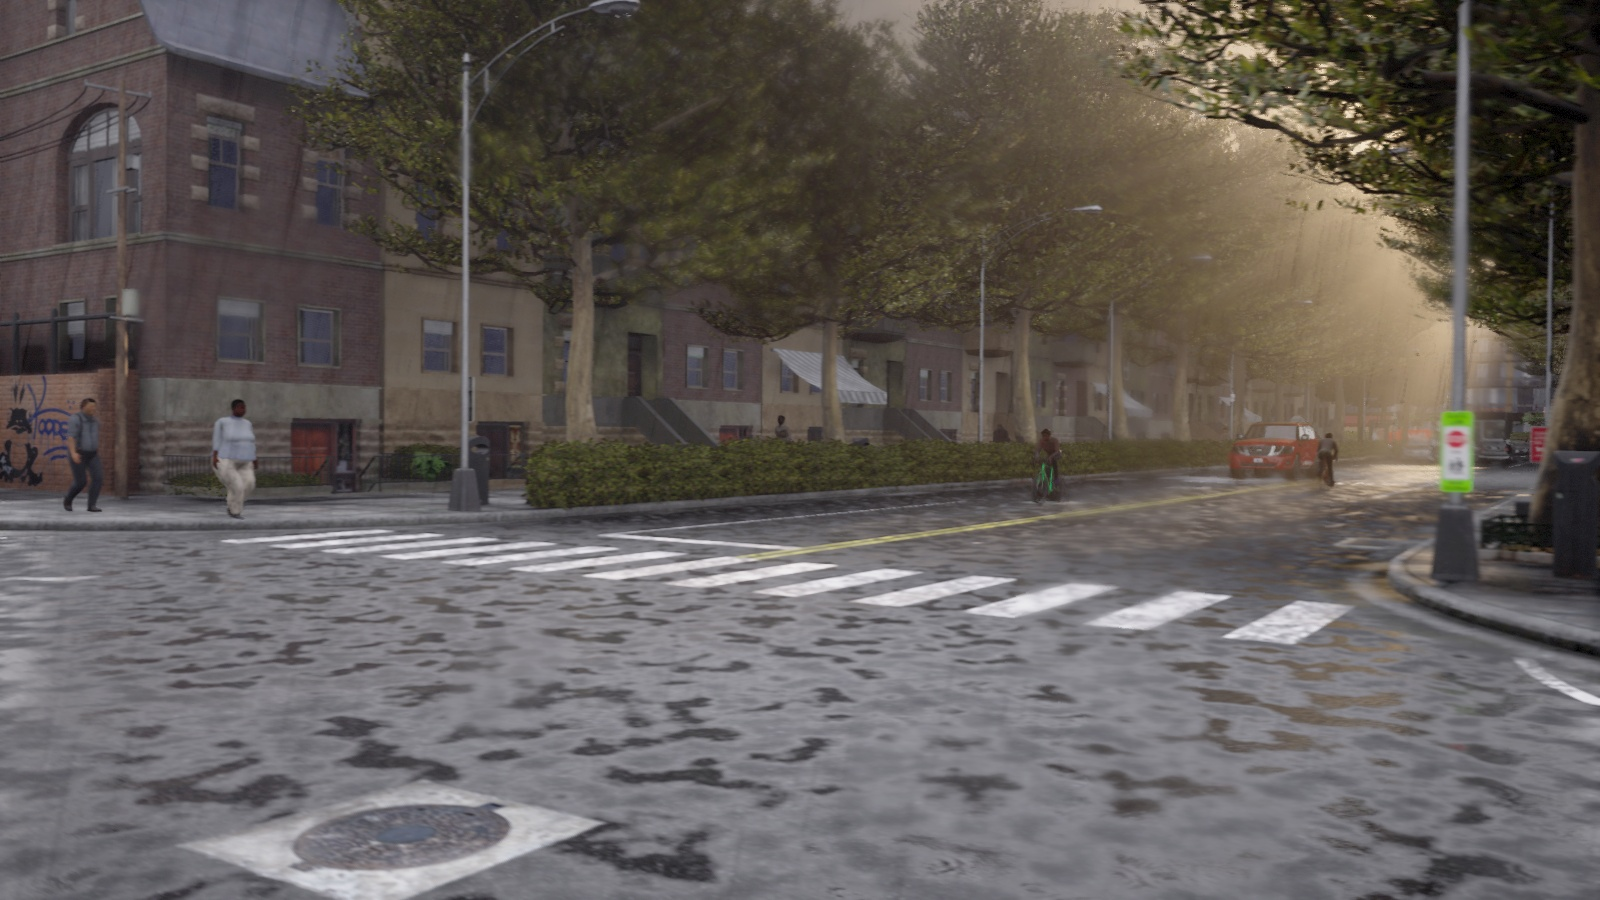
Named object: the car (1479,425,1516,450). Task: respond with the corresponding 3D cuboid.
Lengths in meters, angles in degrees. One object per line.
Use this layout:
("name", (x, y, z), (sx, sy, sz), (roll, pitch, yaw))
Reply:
("car", (44.676, -0.792, 80.391), (1.789, 1.549, 3.705), (0, 1, 33))

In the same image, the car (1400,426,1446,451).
("car", (38.112, -0.715, 76.770), (2.007, 1.525, 4.514), (0, 1, 33))

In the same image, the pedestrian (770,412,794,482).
("pedestrian", (-0.497, -0.088, 35.229), (0.396, 1.930, 0.692), (0, 1, 26))

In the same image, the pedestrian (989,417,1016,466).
("pedestrian", (7.783, -0.340, 48.179), (0.634, 1.844, 0.899), (0, 1, 40))

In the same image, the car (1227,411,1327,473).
("car", (17.042, -0.313, 44.681), (2.150, 2.045, 5.566), (0, 1, 33))

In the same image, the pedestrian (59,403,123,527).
("pedestrian", (-10.813, 0.225, 19.147), (0.694, 1.848, 0.540), (0, 1, 28))

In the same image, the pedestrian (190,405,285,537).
("pedestrian", (-8.178, 0.292, 18.273), (0.900, 1.855, 0.874), (0, 1, 30))

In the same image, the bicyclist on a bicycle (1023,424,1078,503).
("bicyclist on a bicycle", (5.379, 0.268, 26.907), (0.582, 1.620, 1.656), (0, 1, 33))

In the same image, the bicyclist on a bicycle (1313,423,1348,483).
("bicyclist on a bicycle", (14.649, 0.078, 34.652), (0.582, 1.620, 1.656), (0, 1, 33))
